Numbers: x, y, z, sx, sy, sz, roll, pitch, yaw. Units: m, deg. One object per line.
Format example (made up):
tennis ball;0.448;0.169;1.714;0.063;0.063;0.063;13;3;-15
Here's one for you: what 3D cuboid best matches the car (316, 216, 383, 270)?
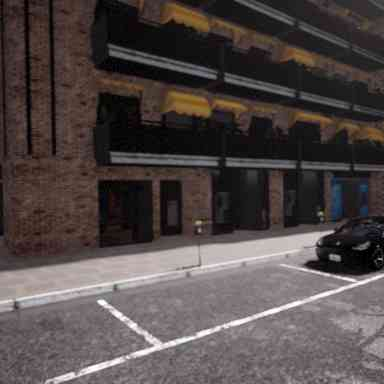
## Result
car;5.836;1.479;10.731;4.313;1.339;1.947;-1;0;-35
